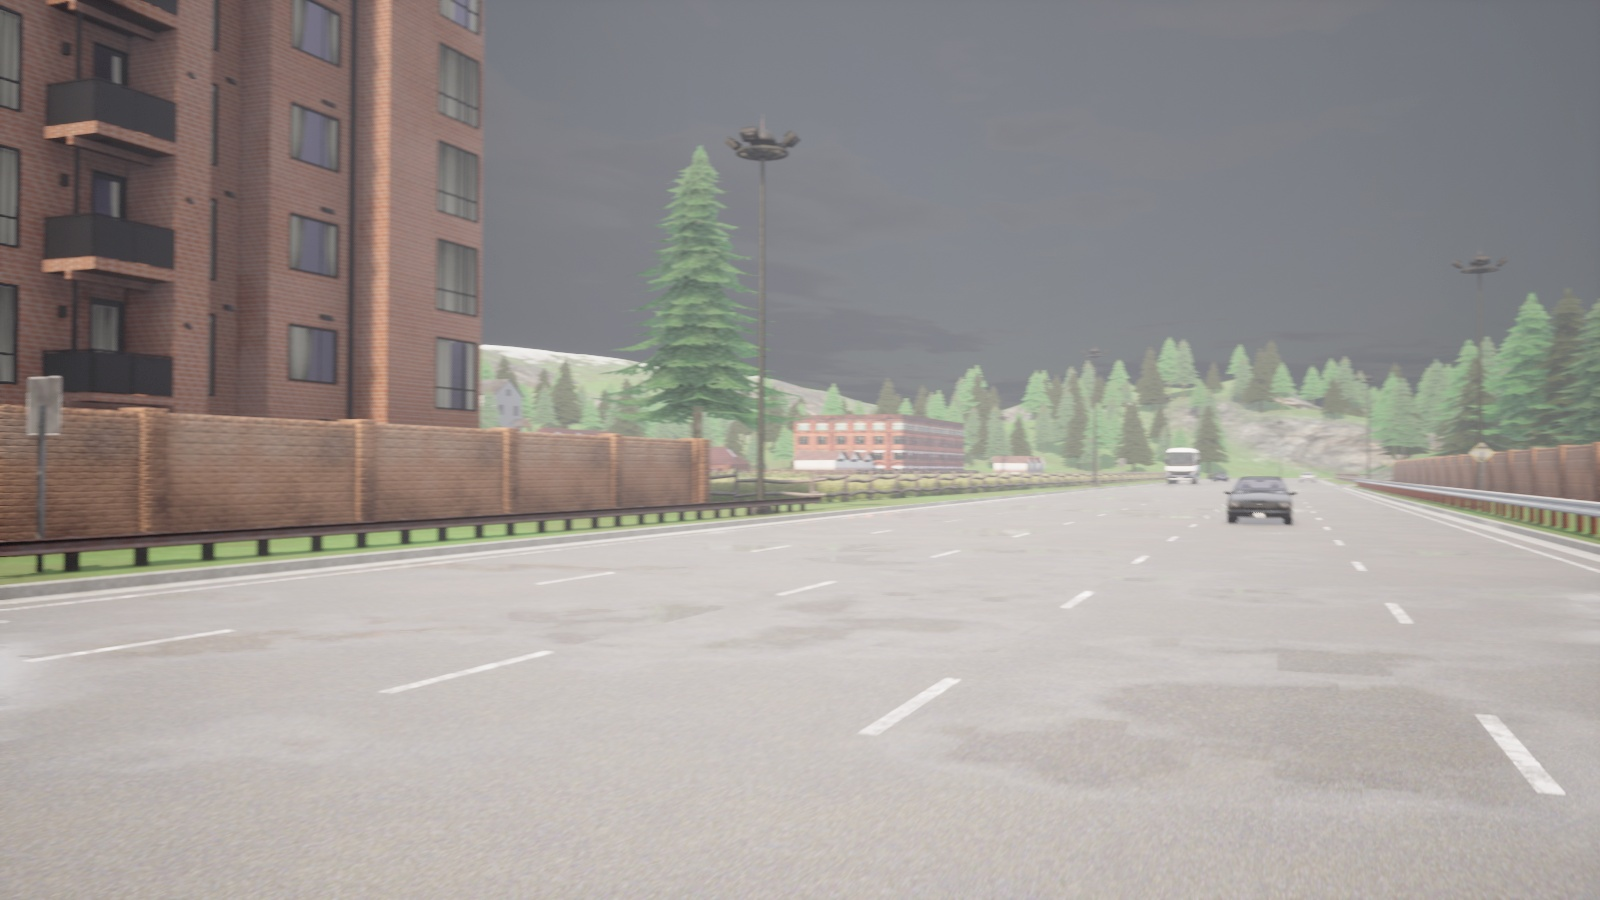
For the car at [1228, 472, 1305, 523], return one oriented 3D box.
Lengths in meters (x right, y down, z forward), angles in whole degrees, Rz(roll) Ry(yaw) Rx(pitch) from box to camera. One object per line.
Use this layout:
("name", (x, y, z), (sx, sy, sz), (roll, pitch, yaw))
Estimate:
("car", (14.098, 1.386, 37.898), (2.033, 1.411, 5.357), (0, -1, 21))
